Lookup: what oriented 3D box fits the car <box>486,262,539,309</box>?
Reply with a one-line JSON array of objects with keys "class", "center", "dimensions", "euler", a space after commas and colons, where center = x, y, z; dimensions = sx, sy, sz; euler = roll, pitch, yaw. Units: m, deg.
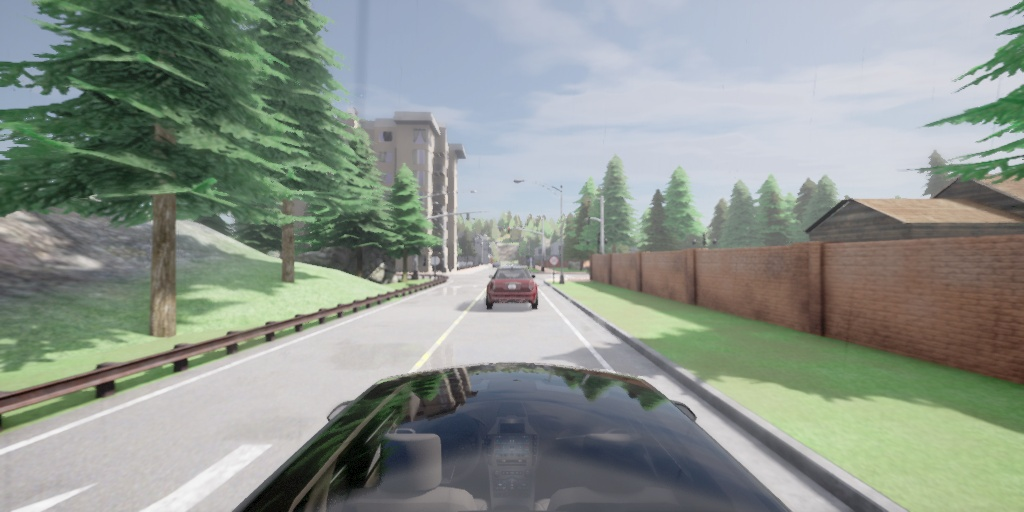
[{"class": "car", "center": [0.007, 1.235, 15.934], "dimensions": [2.097, 1.767, 4.553], "euler": [0, -1, 0]}]
